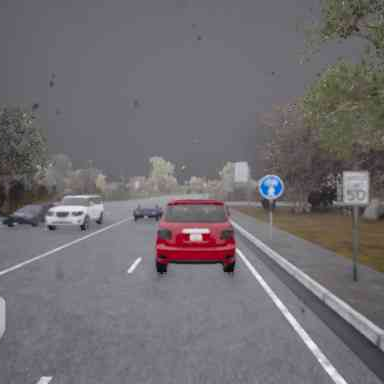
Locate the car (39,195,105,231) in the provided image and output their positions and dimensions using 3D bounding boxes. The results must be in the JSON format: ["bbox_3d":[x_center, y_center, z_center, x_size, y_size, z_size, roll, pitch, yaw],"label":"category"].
[{"bbox_3d":[-7.106,1.203,20.900,2.150,2.045,5.566,0,0,0],"label":"car"}]

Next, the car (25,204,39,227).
[{"bbox_3d":[-10.606,1.525,22.624,2.033,1.411,5.357,0,0,0],"label":"car"}]

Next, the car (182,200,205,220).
[{"bbox_3d":[0.091,1.498,28.881,1.812,1.442,4.674,0,0,0],"label":"car"}]

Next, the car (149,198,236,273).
[{"bbox_3d":[0.097,1.208,10.769,2.150,2.045,5.566,0,0,0],"label":"car"}]

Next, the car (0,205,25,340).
[{"bbox_3d":[-3.400,1.219,1.791,2.150,2.045,5.566,0,0,0],"label":"car"}]

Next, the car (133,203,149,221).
[{"bbox_3d":[-3.409,1.575,26.758,1.895,1.301,4.718,0,0,0],"label":"car"}]
